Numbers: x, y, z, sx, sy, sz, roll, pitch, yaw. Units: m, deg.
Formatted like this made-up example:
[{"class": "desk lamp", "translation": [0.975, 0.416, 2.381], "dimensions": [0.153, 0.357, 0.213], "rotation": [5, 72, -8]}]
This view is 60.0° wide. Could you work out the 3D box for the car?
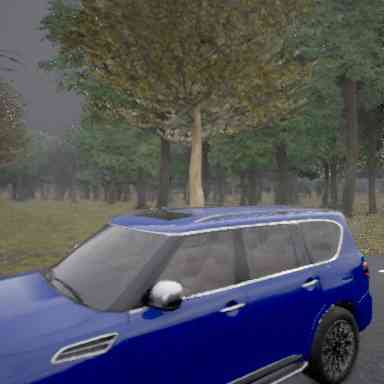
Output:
[{"class": "car", "translation": [-0.146, 1.227, 3.847], "dimensions": [5.566, 2.045, 2.150], "rotation": [0, 0, -35]}]
